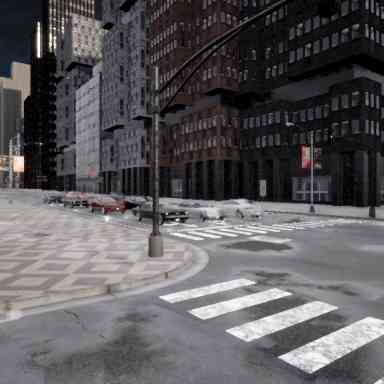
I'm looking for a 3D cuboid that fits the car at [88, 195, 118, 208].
[{"bbox_3d":[-10.547,1.082,39.344,1.895,1.301,4.718,0,1,-36],"label":"car"}]

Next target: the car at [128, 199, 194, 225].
[{"bbox_3d":[-2.167,1.355,22.126,1.895,1.301,4.718,0,1,-36],"label":"car"}]

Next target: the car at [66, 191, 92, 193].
[{"bbox_3d":[-16.506,0.681,47.683,2.097,1.767,4.553,0,1,-36],"label":"car"}]

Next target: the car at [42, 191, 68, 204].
[{"bbox_3d":[-19.351,0.876,46.078,2.033,1.411,5.357,0,1,-35],"label":"car"}]

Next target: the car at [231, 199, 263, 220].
[{"bbox_3d":[3.419,1.274,25.837,1.812,1.442,4.674,0,1,-36],"label":"car"}]

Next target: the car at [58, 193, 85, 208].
[{"bbox_3d":[-13.128,1.088,37.369,1.895,1.301,4.718,0,1,-36],"label":"car"}]

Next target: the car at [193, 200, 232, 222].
[{"bbox_3d":[0.429,1.350,24.082,1.895,1.301,4.718,0,1,-36],"label":"car"}]

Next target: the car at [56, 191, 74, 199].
[{"bbox_3d":[-25.006,0.572,65.333,2.033,1.411,5.357,0,1,-36],"label":"car"}]

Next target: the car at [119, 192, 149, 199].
[{"bbox_3d":[-5.056,1.095,31.707,1.882,1.535,5.008,0,1,-36],"label":"car"}]

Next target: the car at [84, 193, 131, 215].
[{"bbox_3d":[-7.650,1.100,29.746,1.882,1.535,5.008,0,1,-36],"label":"car"}]
